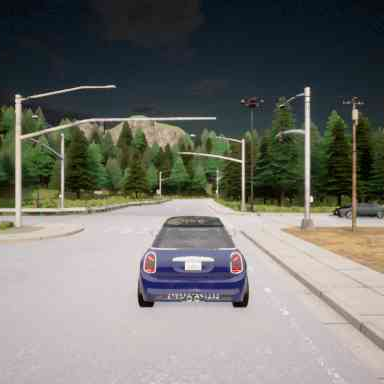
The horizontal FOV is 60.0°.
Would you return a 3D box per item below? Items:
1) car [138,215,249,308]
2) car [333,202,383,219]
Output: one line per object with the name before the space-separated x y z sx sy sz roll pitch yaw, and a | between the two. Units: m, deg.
car | 0.038 1.348 8.112 2.097 1.767 4.553 0 0 0
car | 14.503 1.591 28.738 4.181 1.385 1.994 0 0 1
